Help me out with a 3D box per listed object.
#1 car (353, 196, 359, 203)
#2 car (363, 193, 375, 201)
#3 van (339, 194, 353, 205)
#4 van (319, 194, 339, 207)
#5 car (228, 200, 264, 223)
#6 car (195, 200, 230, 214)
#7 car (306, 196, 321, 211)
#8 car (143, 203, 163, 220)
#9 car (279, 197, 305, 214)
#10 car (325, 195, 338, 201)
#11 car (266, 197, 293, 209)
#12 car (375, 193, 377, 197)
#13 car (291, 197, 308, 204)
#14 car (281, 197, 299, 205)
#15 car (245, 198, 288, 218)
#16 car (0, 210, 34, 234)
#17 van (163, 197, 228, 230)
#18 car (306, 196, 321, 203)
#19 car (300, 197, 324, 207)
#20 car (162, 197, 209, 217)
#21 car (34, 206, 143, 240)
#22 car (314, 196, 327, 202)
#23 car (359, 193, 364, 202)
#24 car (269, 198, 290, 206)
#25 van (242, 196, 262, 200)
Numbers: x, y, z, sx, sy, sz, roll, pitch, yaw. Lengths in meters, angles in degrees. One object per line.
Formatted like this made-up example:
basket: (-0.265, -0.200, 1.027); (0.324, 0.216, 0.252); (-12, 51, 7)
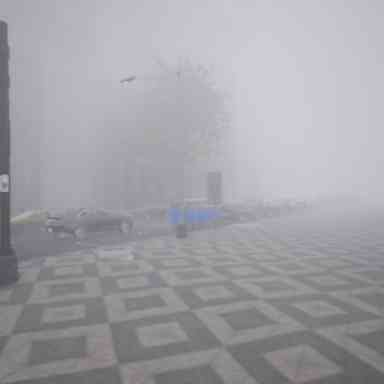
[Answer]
car: (28.558, 1.372, 60.414); (1.752, 1.417, 4.829); (-2, -1, 35)
car: (40.005, 1.359, 76.587); (2.008, 1.369, 4.403); (-2, -1, 35)
van: (25.329, 1.200, 55.859); (1.690, 1.788, 3.998); (-2, -1, 35)
van: (19.074, 1.223, 47.021); (1.690, 1.788, 3.998); (-2, -1, 35)
car: (3.443, 1.515, 24.926); (1.947, 1.339, 4.313); (-2, -1, 35)
car: (2.464, 1.690, 38.295); (2.008, 1.369, 4.403); (-2, -1, 35)
car: (12.824, 1.458, 38.182); (2.008, 1.369, 4.403); (-2, -1, 35)
car: (-3.647, 1.712, 29.661); (1.887, 1.381, 4.507); (-2, -1, 35)
car: (9.698, 1.503, 33.763); (1.802, 1.307, 4.206); (-2, -1, 35)
car: (35.935, 1.568, 85.589); (2.008, 1.369, 4.403); (-2, -1, 35)
car: (12.667, 1.527, 47.938); (2.128, 1.511, 4.902); (-2, -1, 35)
car: (42.889, 1.351, 80.662); (2.008, 1.369, 4.403); (-2, -1, 35)
car: (20.796, 1.617, 64.198); (2.008, 1.369, 4.403); (-2, -1, 35)
car: (17.642, 1.604, 59.743); (1.752, 1.417, 4.829); (-2, -1, 35)
car: (6.570, 1.479, 29.344); (1.887, 1.381, 4.507); (-2, -1, 35)
car: (-9.862, 1.723, 20.890); (1.752, 1.417, 4.829); (-2, -1, 35)
van: (0.312, 1.305, 20.510); (1.690, 1.788, 3.998); (-2, -1, 35)
car: (26.499, 1.598, 72.257); (2.008, 1.369, 4.403); (-2, -1, 35)
car: (18.482, 1.494, 50.960); (2.033, 1.411, 5.357); (-2, -1, 35)
car: (-0.596, 1.468, 33.981); (2.192, 1.841, 5.009); (-2, -1, 35)
car: (-5.220, 1.543, 17.472); (2.128, 1.511, 4.902); (-2, -1, 35)
car: (29.644, 1.581, 76.701); (1.887, 1.381, 4.507); (-2, -1, 35)
car: (31.588, 1.402, 64.693); (1.947, 1.339, 4.313); (-2, -1, 35)
car: (14.685, 1.655, 55.563); (1.947, 1.339, 4.313); (-2, -1, 35)
van: (8.570, 1.455, 46.932); (1.690, 1.788, 3.998); (-2, -1, 35)
